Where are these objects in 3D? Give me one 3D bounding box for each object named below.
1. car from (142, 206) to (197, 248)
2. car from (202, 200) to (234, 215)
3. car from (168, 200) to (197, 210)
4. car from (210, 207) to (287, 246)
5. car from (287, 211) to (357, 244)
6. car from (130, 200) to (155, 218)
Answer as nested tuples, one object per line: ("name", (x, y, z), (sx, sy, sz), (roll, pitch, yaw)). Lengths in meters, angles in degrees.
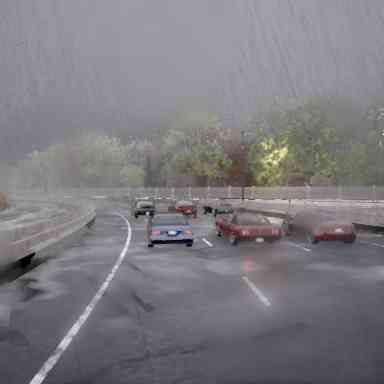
("car", (-1.088, 1.561, 14.848), (2.033, 1.411, 5.357), (0, 0, -8))
("car", (2.384, 1.494, 31.711), (2.128, 1.511, 4.902), (0, 0, -16))
("car", (-0.974, 1.483, 30.724), (1.882, 1.535, 5.008), (0, 0, -16))
("car", (2.372, 1.615, 15.377), (1.895, 1.301, 4.718), (0, 0, -8))
("car", (5.840, 1.571, 15.846), (1.994, 1.385, 4.181), (0, 0, -8))
("car", (-4.332, 1.515, 29.736), (1.837, 1.490, 4.892), (0, 0, -16))
